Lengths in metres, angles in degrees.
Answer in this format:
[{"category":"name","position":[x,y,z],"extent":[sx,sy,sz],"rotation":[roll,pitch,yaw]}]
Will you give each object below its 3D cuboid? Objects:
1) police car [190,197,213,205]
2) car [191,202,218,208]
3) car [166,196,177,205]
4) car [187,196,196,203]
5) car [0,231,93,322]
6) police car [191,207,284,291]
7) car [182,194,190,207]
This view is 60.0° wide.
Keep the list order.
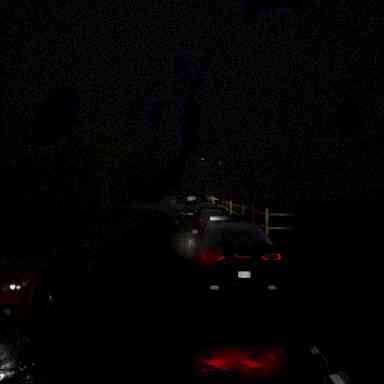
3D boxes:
[{"category":"police car","position":[0.996,1.437,25.180],"extent":[1.930,1.638,5.238],"rotation":[0,0,0]},{"category":"car","position":[1.009,1.537,19.065],"extent":[1.812,1.442,4.674],"rotation":[0,0,0]},{"category":"car","position":[-3.629,1.509,59.353],"extent":[1.837,1.490,4.892],"rotation":[0,0,0]},{"category":"car","position":[-0.149,1.595,69.562],"extent":[1.895,1.301,4.718],"rotation":[0,0,0]},{"category":"car","position":[-3.617,1.569,7.218],"extent":[1.994,1.385,4.181],"rotation":[0,0,0]},{"category":"police car","position":[1.030,1.432,9.167],"extent":[1.930,1.638,5.238],"rotation":[0,0,0]},{"category":"car","position":[-0.047,1.503,50.928],"extent":[2.128,1.511,4.902],"rotation":[0,0,0]}]
